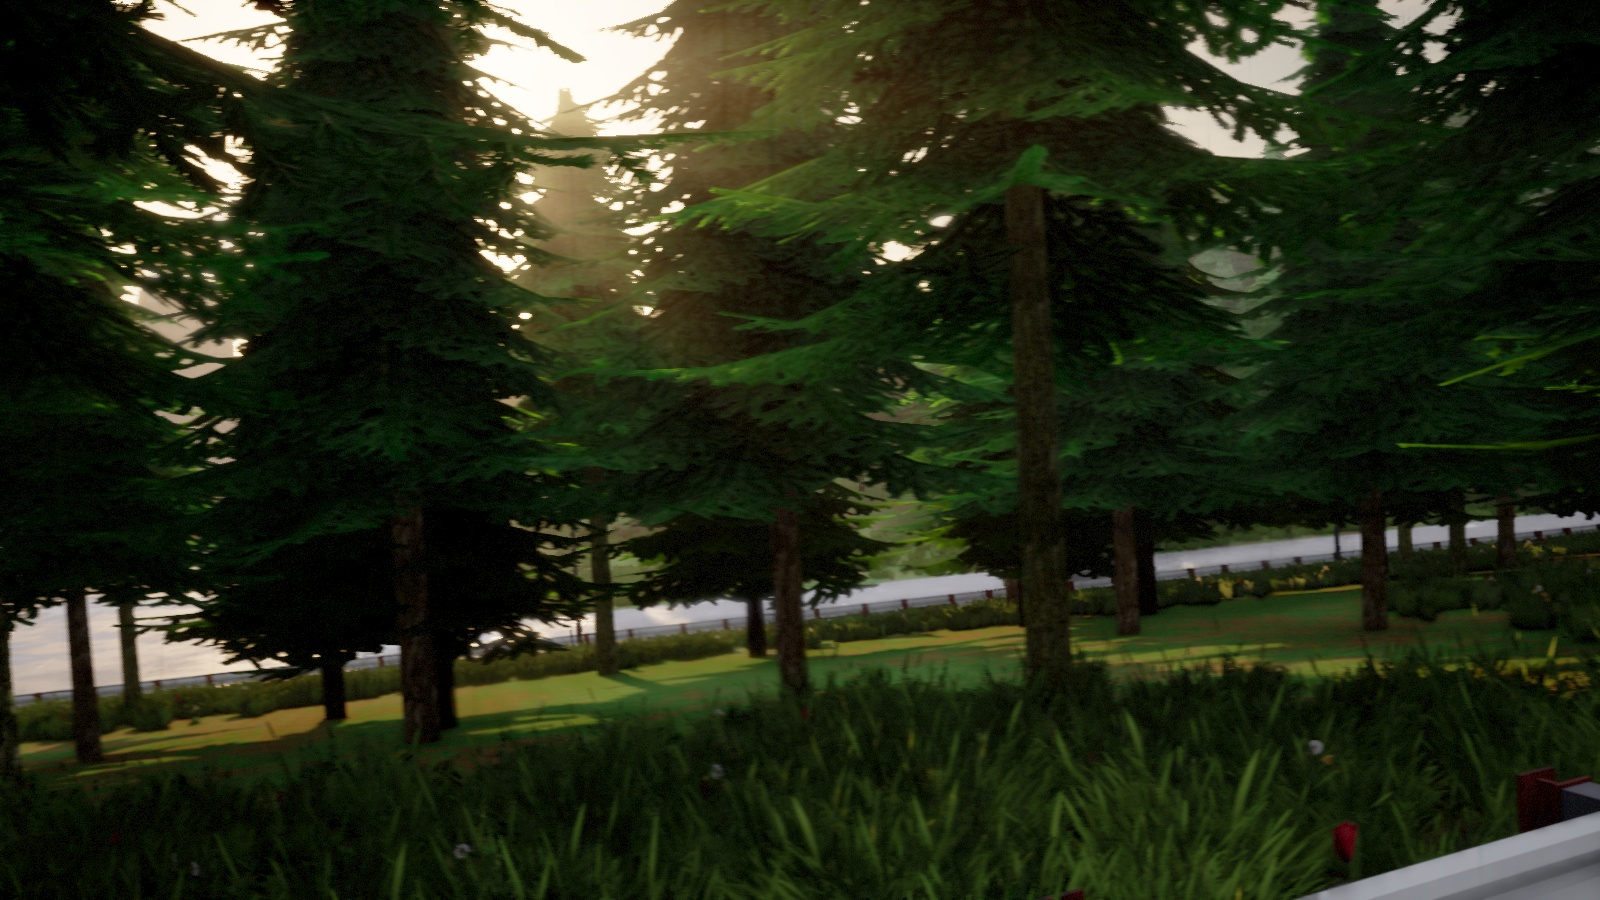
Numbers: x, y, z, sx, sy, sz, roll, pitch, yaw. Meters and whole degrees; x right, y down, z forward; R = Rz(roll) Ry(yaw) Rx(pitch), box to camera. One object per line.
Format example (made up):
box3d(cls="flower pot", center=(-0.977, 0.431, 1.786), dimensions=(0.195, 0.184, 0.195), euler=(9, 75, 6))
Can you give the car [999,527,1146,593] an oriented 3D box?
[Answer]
box3d(cls="car", center=(9.954, 3.969, 45.994), dimensions=(4.611, 1.667, 2.242), euler=(-5, 3, -15))
